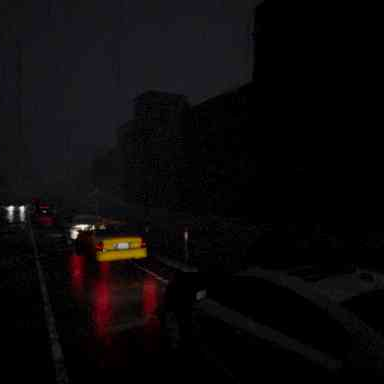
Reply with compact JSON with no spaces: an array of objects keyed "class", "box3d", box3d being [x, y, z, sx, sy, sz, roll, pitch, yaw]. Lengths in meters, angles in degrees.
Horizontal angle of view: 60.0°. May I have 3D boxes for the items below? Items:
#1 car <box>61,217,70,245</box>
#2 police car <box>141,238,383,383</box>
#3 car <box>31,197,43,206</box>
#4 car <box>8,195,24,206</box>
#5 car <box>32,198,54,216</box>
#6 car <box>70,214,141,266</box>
[{"class":"car","box3d":[-5.974,1.926,18.116,1.812,1.442,4.674,0,-1,-27]},{"class":"police car","box3d":[1.194,1.489,3.904,1.930,1.638,5.238,0,-1,-27]},{"class":"car","box3d":[-22.306,1.430,48.483,1.994,1.385,4.181,0,2,-27]},{"class":"car","box3d":[-26.601,1.245,50.338,1.812,1.442,4.674,0,2,-27]},{"class":"car","box3d":[-16.688,1.779,37.406,1.837,1.490,4.892,0,1,-26]},{"class":"car","box3d":[-3.355,1.756,12.927,1.801,1.575,5.366,0,-1,-27]}]
